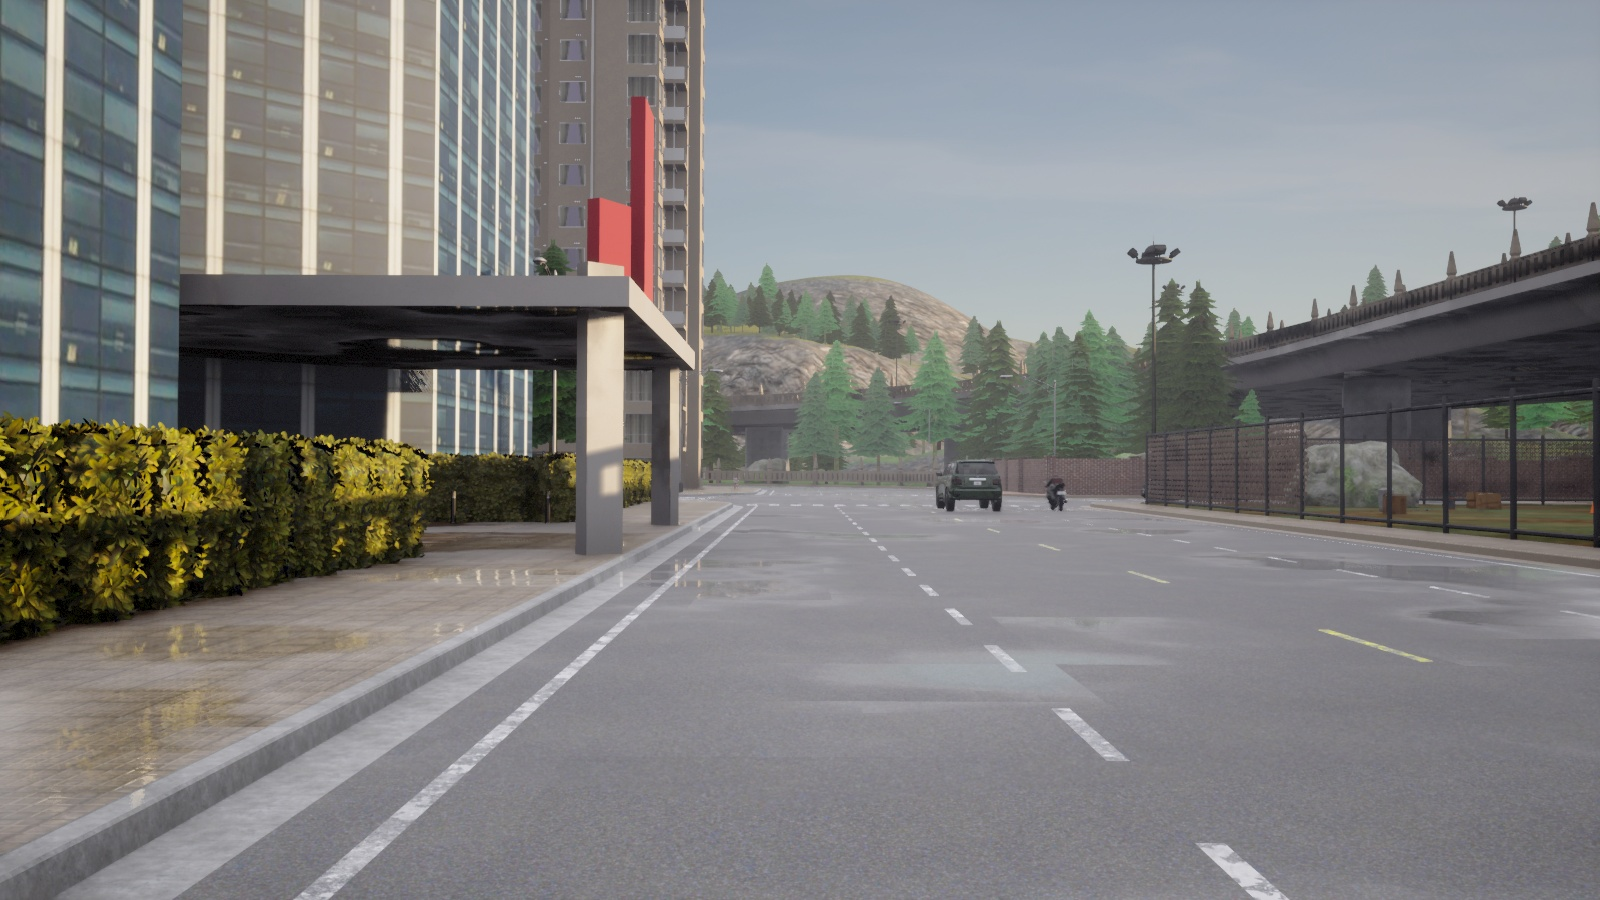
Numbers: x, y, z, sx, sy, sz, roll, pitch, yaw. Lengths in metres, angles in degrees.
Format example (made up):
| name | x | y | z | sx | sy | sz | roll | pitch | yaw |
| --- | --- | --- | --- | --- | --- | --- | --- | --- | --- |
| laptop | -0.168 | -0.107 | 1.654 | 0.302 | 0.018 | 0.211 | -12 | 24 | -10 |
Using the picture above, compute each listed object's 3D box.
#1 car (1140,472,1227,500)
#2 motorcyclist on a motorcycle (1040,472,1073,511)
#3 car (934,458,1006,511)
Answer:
| name | x | y | z | sx | sy | sz | roll | pitch | yaw |
| --- | --- | --- | --- | --- | --- | --- | --- | --- | --- |
| car | 20.756 | 1.941 | 68.071 | 4.193 | 1.474 | 1.816 | 0 | -1 | 0 |
| motorcyclist on a motorcycle | 10.364 | 1.660 | 50.835 | 0.866 | 1.530 | 2.191 | 0 | -1 | 0 |
| car | 6.863 | 1.363 | 51.155 | 2.150 | 2.045 | 5.566 | 0 | -1 | 0 |
